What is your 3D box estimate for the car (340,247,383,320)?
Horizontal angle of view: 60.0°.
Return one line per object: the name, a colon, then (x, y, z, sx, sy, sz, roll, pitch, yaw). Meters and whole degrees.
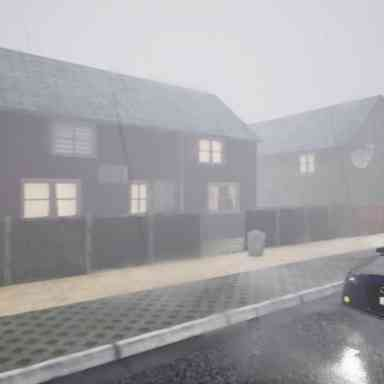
car: (4.768, 1.593, 6.464, 4.181, 1.385, 1.994, 0, 0, -35)
